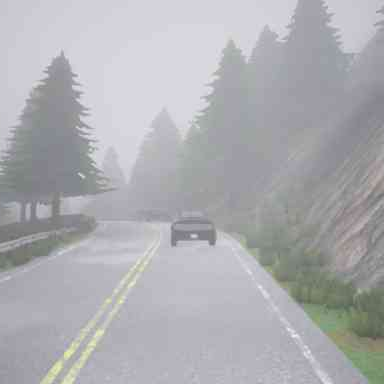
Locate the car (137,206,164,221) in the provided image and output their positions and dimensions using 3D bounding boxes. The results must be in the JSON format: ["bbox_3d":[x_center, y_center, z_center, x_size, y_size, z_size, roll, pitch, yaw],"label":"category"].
[{"bbox_3d":[-3.576,1.989,30.445,1.895,1.301,4.718,2,-4,-25],"label":"car"}]

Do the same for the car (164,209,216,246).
[{"bbox_3d":[-0.001,1.504,15.243,2.128,1.511,4.902,0,0,-2],"label":"car"}]
